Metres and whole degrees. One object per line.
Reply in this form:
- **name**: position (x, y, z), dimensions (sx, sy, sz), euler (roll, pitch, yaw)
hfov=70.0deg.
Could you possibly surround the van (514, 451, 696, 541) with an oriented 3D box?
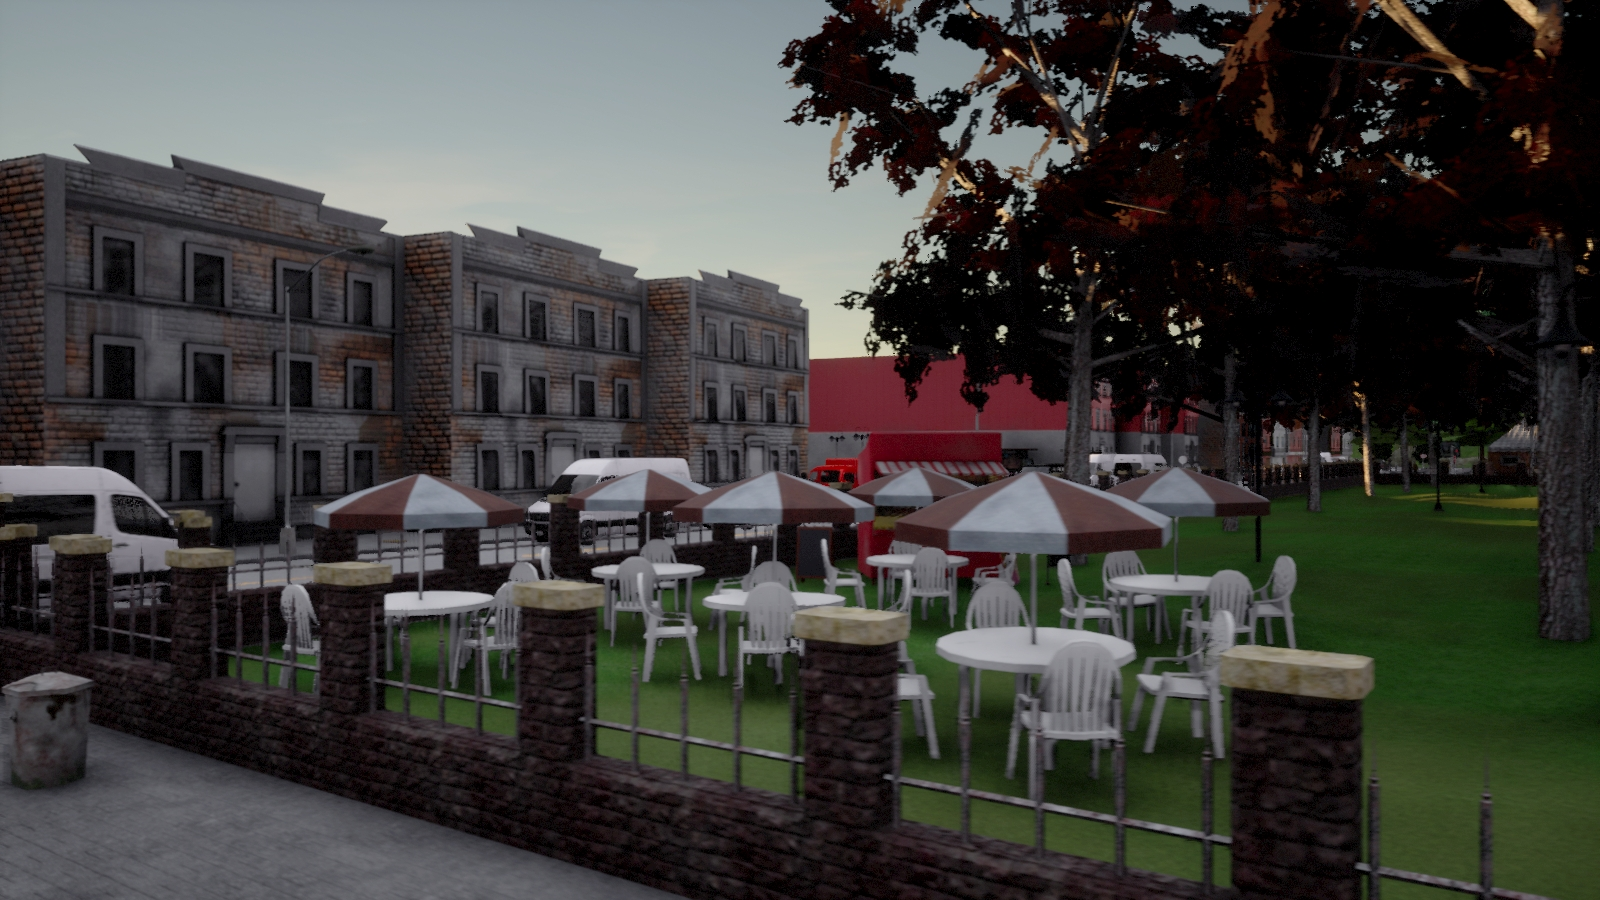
- **van**: position (-5.909, 1.314, 35.517), dimensions (1.988, 2.561, 5.915), euler (0, 0, 35)

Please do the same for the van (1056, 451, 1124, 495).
- **van**: position (17.596, 1.313, 69.120), dimensions (1.988, 2.561, 5.915), euler (0, 0, 35)

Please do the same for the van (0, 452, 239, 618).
- **van**: position (-12.703, 1.314, 19.059), dimensions (1.988, 2.561, 5.915), euler (0, 0, 29)

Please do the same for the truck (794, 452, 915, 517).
- **truck**: position (2.339, 1.345, 47.303), dimensions (2.627, 2.467, 5.204), euler (0, 0, 35)

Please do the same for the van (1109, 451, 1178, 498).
- **van**: position (19.628, 1.313, 65.051), dimensions (1.988, 2.561, 5.915), euler (0, 0, 35)
